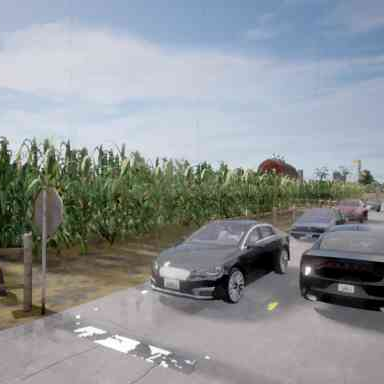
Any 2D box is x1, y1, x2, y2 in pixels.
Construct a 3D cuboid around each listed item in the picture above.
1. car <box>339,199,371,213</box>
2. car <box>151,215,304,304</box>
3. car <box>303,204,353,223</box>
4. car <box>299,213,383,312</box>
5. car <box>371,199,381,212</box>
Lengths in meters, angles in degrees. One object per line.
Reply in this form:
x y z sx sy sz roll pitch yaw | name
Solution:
12.125 1.371 25.456 2.097 1.767 4.553 0 0 33 | car
0.990 1.504 8.429 2.128 1.511 4.902 0 0 34 | car
6.624 1.562 17.025 2.033 1.411 5.357 0 0 33 | car
3.962 1.480 7.710 1.882 1.535 5.008 0 0 33 | car
20.866 1.534 38.712 2.128 1.511 4.902 0 0 33 | car
